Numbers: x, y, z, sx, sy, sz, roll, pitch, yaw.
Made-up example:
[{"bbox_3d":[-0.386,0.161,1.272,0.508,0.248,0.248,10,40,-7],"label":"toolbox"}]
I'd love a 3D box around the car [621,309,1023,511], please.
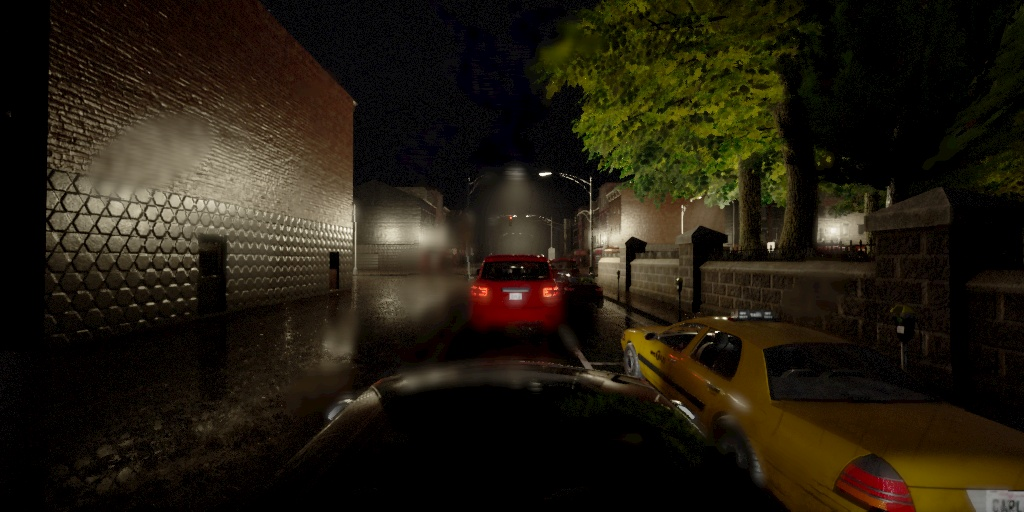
[{"bbox_3d":[2.637,1.276,4.200,1.751,1.417,4.829,0,0,0],"label":"car"}]

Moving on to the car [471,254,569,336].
[{"bbox_3d":[0.096,0.975,10.515,2.150,2.045,5.566,0,0,0],"label":"car"}]

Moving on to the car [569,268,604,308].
[{"bbox_3d":[2.633,1.339,14.928,1.802,1.307,4.207,0,0,0],"label":"car"}]

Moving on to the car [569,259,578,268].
[{"bbox_3d":[2.631,1.078,20.377,2.192,1.841,5.009,0,0,0],"label":"car"}]
